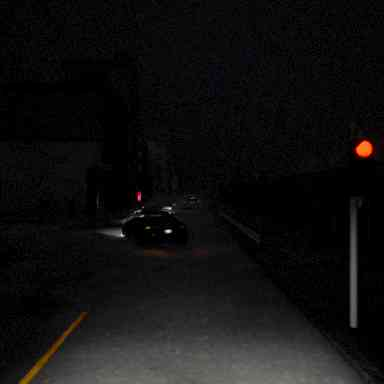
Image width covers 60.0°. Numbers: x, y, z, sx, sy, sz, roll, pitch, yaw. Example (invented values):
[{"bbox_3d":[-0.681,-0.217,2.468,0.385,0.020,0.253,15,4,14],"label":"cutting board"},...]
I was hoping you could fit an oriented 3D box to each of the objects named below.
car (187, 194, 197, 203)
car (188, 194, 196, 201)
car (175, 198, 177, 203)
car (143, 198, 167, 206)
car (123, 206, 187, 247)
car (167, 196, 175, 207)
[{"bbox_3d":[0.046,1.451,66.816,2.128,1.511,4.902,0,0,0],"label":"car"},{"bbox_3d":[0.051,1.263,77.236,1.882,1.535,5.008,0,0,0],"label":"car"},{"bbox_3d":[-3.981,1.521,65.849,1.994,1.385,4.181,0,0,1],"label":"car"},{"bbox_3d":[-4.099,1.579,35.095,1.895,1.301,4.718,0,0,1],"label":"car"},{"bbox_3d":[-1.794,1.555,15.239,1.994,1.385,4.181,0,0,-24],"label":"car"},{"bbox_3d":[-4.046,1.569,50.571,1.895,1.301,4.718,0,0,0],"label":"car"}]
